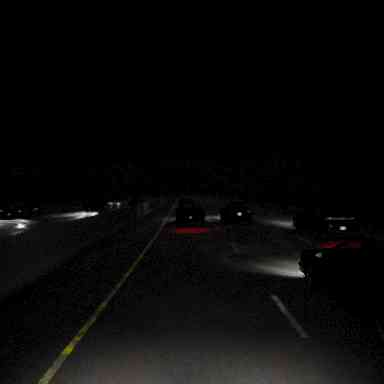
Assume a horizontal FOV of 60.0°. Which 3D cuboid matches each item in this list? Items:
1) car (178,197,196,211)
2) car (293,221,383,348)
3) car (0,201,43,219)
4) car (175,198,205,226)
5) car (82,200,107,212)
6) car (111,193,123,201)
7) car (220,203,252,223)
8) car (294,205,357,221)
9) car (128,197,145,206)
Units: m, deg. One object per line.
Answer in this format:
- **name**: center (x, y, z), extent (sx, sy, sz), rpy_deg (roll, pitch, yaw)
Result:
- **car**: center (-0.662, 1.427, 41.506), extent (2.128, 1.511, 4.902), rpy_deg (0, 0, -2)
- **car**: center (3.596, 1.538, 5.950), extent (2.033, 1.411, 5.357), rpy_deg (0, 0, 0)
- **car**: center (-14.488, 1.480, 28.530), extent (1.812, 1.442, 4.674), rpy_deg (0, 0, -2)
- **car**: center (-0.154, 1.441, 23.291), extent (1.882, 1.535, 5.008), rpy_deg (0, 0, -1)
- **car**: center (-11.276, 1.539, 38.660), extent (1.895, 1.301, 4.718), rpy_deg (0, 0, -2)
- **car**: center (-15.563, 1.074, 68.929), extent (1.837, 1.490, 4.892), rpy_deg (0, 0, -2)
- **car**: center (3.292, 1.524, 25.395), extent (1.994, 1.385, 4.181), rpy_deg (0, 0, -1)
- **car**: center (6.972, 1.463, 17.881), extent (2.128, 1.511, 4.902), rpy_deg (0, 0, -1)
- **car**: center (-8.053, 1.470, 48.845), extent (2.033, 1.411, 5.357), rpy_deg (0, 0, -1)
